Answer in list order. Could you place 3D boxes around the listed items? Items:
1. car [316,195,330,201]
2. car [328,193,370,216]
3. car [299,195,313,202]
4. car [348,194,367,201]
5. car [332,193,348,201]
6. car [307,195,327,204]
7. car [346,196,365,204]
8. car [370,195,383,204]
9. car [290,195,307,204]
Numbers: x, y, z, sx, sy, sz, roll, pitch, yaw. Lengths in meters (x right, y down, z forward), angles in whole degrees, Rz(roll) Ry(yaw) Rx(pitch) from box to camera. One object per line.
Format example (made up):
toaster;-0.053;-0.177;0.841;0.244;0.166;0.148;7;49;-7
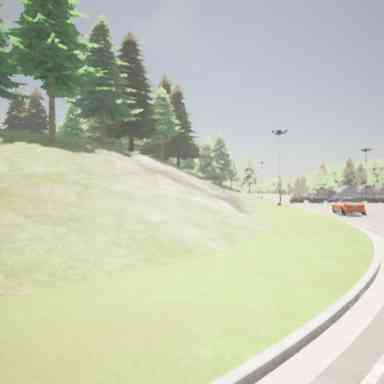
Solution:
car;28.420;1.293;72.308;1.994;1.385;4.181;-1;0;9
car;15.114;1.291;32.299;2.097;1.767;4.553;-1;0;9
car;24.962;1.312;72.852;2.033;1.411;5.357;-1;0;9
car;35.335;1.215;71.222;2.033;1.411;5.357;-1;0;9
car;31.871;1.063;71.736;2.097;1.767;4.553;-1;0;9
car;23.346;1.409;62.558;1.882;1.535;5.008;-1;0;9
car;30.331;1.461;61.912;1.895;1.301;4.718;-1;0;9
car;33.718;1.351;60.928;2.128;1.511;4.902;-1;0;9
car;19.952;1.317;63.513;2.097;1.767;4.553;-1;0;9
